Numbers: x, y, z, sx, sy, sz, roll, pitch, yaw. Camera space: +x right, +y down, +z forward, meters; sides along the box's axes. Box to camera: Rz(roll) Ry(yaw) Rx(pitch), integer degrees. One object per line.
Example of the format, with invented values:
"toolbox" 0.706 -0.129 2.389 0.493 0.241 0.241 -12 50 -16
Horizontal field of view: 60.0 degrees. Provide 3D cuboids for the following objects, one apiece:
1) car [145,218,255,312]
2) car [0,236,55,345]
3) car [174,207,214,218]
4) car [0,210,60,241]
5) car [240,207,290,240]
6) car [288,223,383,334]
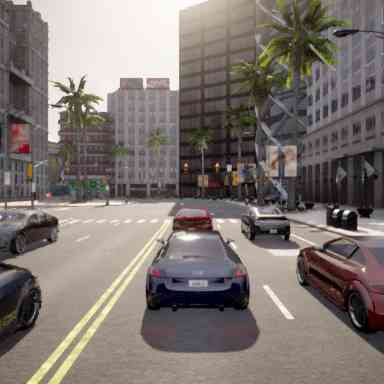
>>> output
"car" 0.089 1.562 7.813 1.994 1.385 4.181 0 0 -1
"car" -3.591 1.564 4.088 1.994 1.385 4.181 0 0 0
"car" 0.090 1.477 16.799 1.882 1.535 5.008 0 0 2
"car" -7.053 1.492 13.479 2.128 1.511 4.902 0 0 1
"car" 3.587 1.491 16.821 2.128 1.511 4.902 0 0 2
"car" 3.596 1.564 6.761 1.994 1.385 4.181 0 0 0
